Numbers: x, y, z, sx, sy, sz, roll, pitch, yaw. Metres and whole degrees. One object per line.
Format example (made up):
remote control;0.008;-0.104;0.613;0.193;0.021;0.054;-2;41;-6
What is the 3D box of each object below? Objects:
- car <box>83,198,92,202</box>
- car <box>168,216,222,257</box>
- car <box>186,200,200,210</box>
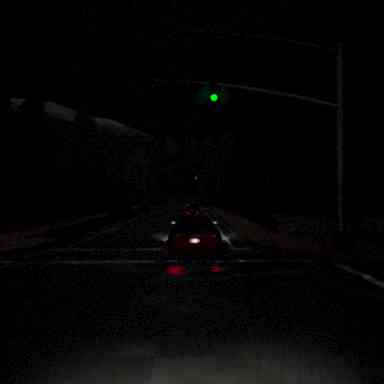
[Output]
car;-25.019;1.819;77.950;1.932;1.855;4.605;0;0;-1
car;0.100;1.676;13.496;1.994;1.385;4.181;0;0;0
car;0.100;1.927;48.906;1.812;1.442;4.674;0;0;0
